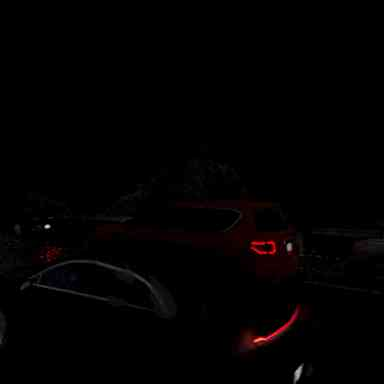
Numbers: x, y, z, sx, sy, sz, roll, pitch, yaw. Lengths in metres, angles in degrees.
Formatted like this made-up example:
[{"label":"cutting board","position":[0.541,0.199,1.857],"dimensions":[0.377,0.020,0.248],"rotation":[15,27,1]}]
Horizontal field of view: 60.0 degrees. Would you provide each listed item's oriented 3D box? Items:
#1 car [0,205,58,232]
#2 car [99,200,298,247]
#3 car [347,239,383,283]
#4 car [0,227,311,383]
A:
[{"label":"car","position":[-9.400,1.490,18.035],"dimensions":[4.892,1.490,1.837],"rotation":[0,0,30]},{"label":"car","position":[-0.237,1.211,8.272],"dimensions":[5.566,2.045,2.150],"rotation":[0,0,34]},{"label":"car","position":[6.379,1.586,7.955],"dimensions":[4.718,1.301,1.895],"rotation":[0,0,36]},{"label":"car","position":[-0.983,1.486,4.524],"dimensions":[4.902,1.511,2.128],"rotation":[0,0,35]}]
